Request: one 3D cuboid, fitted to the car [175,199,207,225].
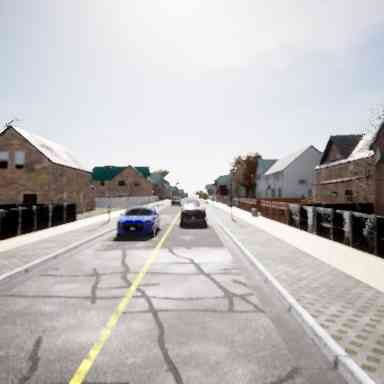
[{"bbox_3d":[0.089,1.526,24.403,2.128,1.511,4.902,0,0,0],"label":"car"}]

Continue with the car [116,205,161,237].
[{"bbox_3d":[-2.860,1.500,18.482,1.882,1.535,5.008,0,0,0],"label":"car"}]

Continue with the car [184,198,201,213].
[{"bbox_3d":[0.084,1.561,40.326,1.882,1.535,5.008,0,0,0],"label":"car"}]

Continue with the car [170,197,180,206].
[{"bbox_3d":[-2.813,1.675,59.200,1.837,1.490,4.892,0,0,1],"label":"car"}]
